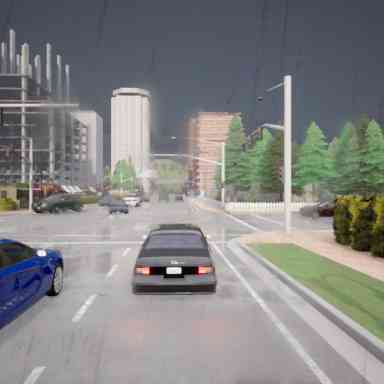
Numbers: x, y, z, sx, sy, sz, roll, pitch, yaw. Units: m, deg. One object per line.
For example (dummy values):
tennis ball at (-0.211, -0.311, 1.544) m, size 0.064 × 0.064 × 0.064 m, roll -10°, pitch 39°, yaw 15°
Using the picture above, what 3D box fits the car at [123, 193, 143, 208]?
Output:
car at (-9.041, 1.222, 49.540) m, size 2.150 × 2.045 × 5.566 m, roll 0°, pitch 0°, yaw -2°

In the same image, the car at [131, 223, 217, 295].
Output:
car at (-0.421, 1.547, 8.858) m, size 2.033 × 1.411 × 5.357 m, roll 0°, pitch 0°, yaw -2°

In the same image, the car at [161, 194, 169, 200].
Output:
car at (-6.774, 1.351, 84.775) m, size 1.812 × 1.442 × 4.674 m, roll 0°, pitch 0°, yaw -2°

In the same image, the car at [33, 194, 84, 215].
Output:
car at (-13.786, 1.222, 34.791) m, size 2.150 × 2.045 × 5.566 m, roll 0°, pitch 0°, yaw 22°

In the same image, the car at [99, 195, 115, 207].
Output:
car at (-12.558, 1.351, 50.040) m, size 2.097 × 1.767 × 4.553 m, roll 0°, pitch 0°, yaw -2°

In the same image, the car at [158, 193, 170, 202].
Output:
car at (-6.414, 1.218, 75.241) m, size 2.150 × 2.045 × 5.566 m, roll 0°, pitch 0°, yaw -2°

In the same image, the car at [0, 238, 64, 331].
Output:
car at (-3.731, 1.478, 5.559) m, size 1.882 × 1.535 × 5.008 m, roll 0°, pitch 0°, yaw -3°

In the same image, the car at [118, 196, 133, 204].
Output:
car at (-13.083, 1.547, 65.893) m, size 2.033 × 1.411 × 5.357 m, roll 0°, pitch 0°, yaw -2°

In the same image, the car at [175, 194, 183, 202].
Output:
car at (-2.929, 1.493, 75.694) m, size 1.837 × 1.490 × 4.892 m, roll 0°, pitch 0°, yaw -2°

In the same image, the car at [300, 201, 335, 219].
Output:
car at (11.742, 1.478, 28.231) m, size 5.008 × 1.535 × 1.882 m, roll 0°, pitch 0°, yaw -1°

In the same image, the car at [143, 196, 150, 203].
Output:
car at (-9.665, 1.564, 68.532) m, size 1.994 × 1.385 × 4.181 m, roll 0°, pitch 0°, yaw -2°

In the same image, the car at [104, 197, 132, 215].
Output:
car at (-7.653, 1.547, 34.096) m, size 2.033 × 1.411 × 5.357 m, roll 0°, pitch 0°, yaw -15°

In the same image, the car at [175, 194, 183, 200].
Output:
car at (-3.277, 1.327, 84.907) m, size 1.837 × 1.490 × 4.892 m, roll 0°, pitch 0°, yaw -2°
